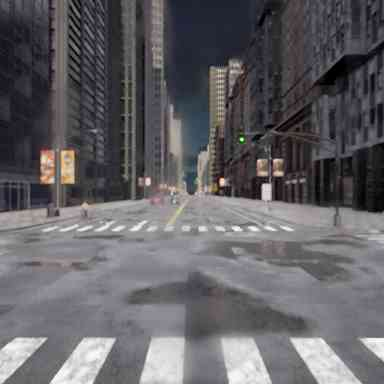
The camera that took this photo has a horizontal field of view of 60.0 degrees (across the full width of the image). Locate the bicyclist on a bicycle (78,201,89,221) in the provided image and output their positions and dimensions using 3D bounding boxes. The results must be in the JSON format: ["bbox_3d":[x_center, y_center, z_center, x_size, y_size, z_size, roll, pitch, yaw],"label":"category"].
[{"bbox_3d":[-8.690,1.508,26.816,0.866,1.612,1.509,0,0,0],"label":"bicyclist on a bicycle"}]

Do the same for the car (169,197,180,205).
[{"bbox_3d":[-3.236,1.688,63.122,2.128,1.511,4.902,0,0,0],"label":"car"}]

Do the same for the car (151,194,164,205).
[{"bbox_3d":[-6.486,1.401,63.093,2.150,2.045,5.566,0,0,0],"label":"car"}]
